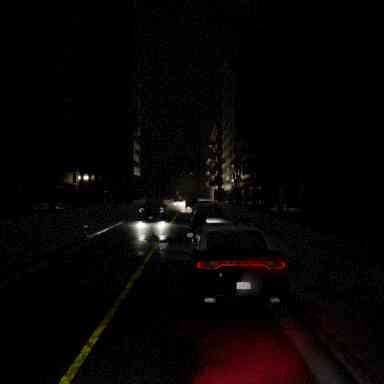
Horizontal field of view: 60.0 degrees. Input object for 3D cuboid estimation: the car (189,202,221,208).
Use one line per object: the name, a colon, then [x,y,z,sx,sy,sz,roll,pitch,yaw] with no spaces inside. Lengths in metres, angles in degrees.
car: [0.895,1.513,18.262,1.837,1.490,4.892,0,0,0]

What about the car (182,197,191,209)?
car: [-0.003,1.547,46.242,1.837,1.490,4.892,0,0,0]

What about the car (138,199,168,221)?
car: [-3.110,1.369,27.368,2.097,1.767,4.553,0,0,0]

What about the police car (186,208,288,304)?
police car: [0.897,1.428,8.372,1.930,1.638,5.238,0,0,0]

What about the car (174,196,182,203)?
car: [-3.023,1.621,72.750,2.128,1.511,4.902,0,0,0]

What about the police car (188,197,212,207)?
police car: [0.892,1.439,24.372,1.930,1.638,5.238,0,0,0]

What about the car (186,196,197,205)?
car: [-0.019,1.555,59.844,1.882,1.535,5.008,0,0,0]
